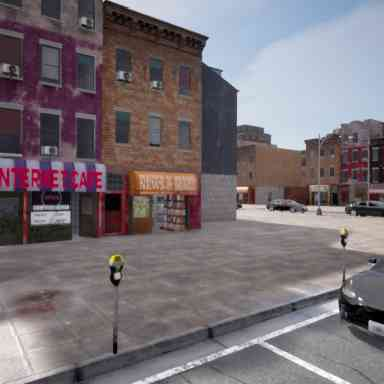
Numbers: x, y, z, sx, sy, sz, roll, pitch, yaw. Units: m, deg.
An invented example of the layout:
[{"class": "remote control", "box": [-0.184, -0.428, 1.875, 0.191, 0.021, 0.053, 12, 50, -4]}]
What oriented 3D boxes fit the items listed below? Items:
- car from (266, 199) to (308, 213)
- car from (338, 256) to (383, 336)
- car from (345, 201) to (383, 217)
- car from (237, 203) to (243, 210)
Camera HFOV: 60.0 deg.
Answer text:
[{"class": "car", "box": [10.412, 1.549, 36.712, 2.128, 1.511, 4.902, 1, 0, -35]}, {"class": "car", "box": [4.435, 1.567, 5.954, 4.313, 1.339, 1.947, 0, 0, -35]}, {"class": "car", "box": [15.889, 1.542, 28.976, 1.837, 1.490, 4.892, 1, 0, -35]}, {"class": "car", "box": [4.420, 1.626, 45.162, 2.033, 1.411, 5.357, 1, 0, -36]}]
